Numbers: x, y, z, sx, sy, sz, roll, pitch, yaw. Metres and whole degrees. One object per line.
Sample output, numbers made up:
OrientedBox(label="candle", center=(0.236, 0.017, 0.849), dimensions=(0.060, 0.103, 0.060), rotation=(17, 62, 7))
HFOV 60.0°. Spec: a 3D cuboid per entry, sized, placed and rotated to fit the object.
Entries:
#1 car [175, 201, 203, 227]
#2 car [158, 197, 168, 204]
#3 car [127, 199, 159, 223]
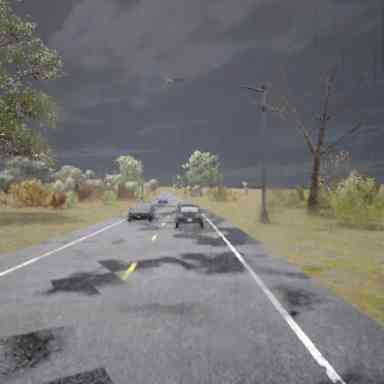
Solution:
OrientedBox(label="car", center=(-0.196, 1.604, 23.294), dimensions=(1.812, 1.442, 4.674), rotation=(0, 0, -1))
OrientedBox(label="car", center=(-5.860, 1.654, 67.436), dimensions=(1.882, 1.535, 5.008), rotation=(0, 0, -4))
OrientedBox(label="car", center=(-4.003, 1.570, 27.050), dimensions=(1.882, 1.535, 5.008), rotation=(0, 0, -2))
